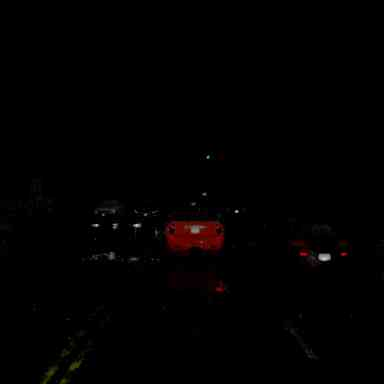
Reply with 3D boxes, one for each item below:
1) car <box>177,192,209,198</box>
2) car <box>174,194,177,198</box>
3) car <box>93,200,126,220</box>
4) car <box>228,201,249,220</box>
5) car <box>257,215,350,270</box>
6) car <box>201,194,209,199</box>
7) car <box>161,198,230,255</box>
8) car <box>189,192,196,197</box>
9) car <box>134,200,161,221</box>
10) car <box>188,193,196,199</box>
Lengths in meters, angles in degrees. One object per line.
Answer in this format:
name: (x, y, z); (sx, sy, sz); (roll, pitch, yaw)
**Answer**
car: (0.067, 1.080, 28.505); (2.150, 2.045, 5.566); (0, 0, -1)
car: (-3.216, 1.155, 78.814); (1.895, 1.301, 4.718); (0, 0, 0)
car: (-6.528, 1.391, 26.867); (1.812, 1.442, 4.674); (0, 0, 1)
car: (3.361, 1.429, 26.975); (1.994, 1.385, 4.181); (0, 0, 0)
car: (3.357, 1.472, 10.723); (1.812, 1.442, 4.674); (0, 0, 0)
car: (3.287, 1.099, 85.724); (1.895, 1.301, 4.718); (0, 0, 0)
car: (0.107, 1.285, 13.108); (2.097, 1.767, 4.553); (0, 0, 0)
car: (0.041, 0.821, 95.637); (1.994, 1.385, 4.181); (0, 0, 0)
car: (-3.286, 1.377, 25.927); (1.837, 1.490, 4.892); (0, 0, 0)
car: (0.037, 1.030, 85.216); (2.128, 1.511, 4.902); (0, 0, 0)
